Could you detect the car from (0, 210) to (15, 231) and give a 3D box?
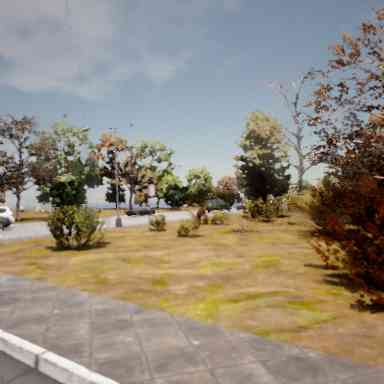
[{"bbox_3d":[-17.072,2.522,26.542,2.128,1.511,4.902,-4,-2,34],"label":"car"}]

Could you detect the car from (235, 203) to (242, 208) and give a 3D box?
[{"bbox_3d":[9.825,2.710,62.092,1.895,1.301,4.718,-3,-2,33],"label":"car"}]

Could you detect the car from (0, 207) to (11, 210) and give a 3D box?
[{"bbox_3d":[-19.000,2.432,29.931,2.150,2.045,5.566,-3,-2,33],"label":"car"}]

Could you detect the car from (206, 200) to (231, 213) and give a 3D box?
[{"bbox_3d":[4.169,2.233,53.191,2.150,2.045,5.566,-3,-2,32],"label":"car"}]

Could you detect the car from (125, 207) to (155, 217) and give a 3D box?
[{"bbox_3d":[-7.481,2.895,48.043,1.895,1.301,4.718,-3,-2,32],"label":"car"}]
